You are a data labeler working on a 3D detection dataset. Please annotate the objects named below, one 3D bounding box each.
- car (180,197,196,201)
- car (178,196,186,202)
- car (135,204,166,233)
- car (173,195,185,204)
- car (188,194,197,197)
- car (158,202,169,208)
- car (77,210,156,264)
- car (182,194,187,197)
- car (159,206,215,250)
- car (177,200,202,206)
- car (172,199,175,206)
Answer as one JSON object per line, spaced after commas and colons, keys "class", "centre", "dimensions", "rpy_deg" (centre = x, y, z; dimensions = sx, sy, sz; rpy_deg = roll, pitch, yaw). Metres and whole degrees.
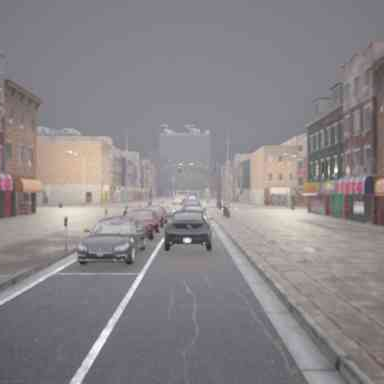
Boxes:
{"class": "car", "centre": [0.026, 1.539, 33.559], "dimensions": [1.882, 1.535, 5.008], "rpy_deg": [0, 0, 0]}
{"class": "car", "centre": [-2.628, 1.798, 87.185], "dimensions": [1.752, 1.417, 4.829], "rpy_deg": [0, 0, 0]}
{"class": "car", "centre": [-2.631, 1.567, 17.190], "dimensions": [1.887, 1.381, 4.507], "rpy_deg": [0, 0, 0]}
{"class": "car", "centre": [-2.629, 1.676, 59.966], "dimensions": [1.752, 1.417, 4.829], "rpy_deg": [0, 0, 0]}
{"class": "car", "centre": [0.008, 1.421, 87.751], "dimensions": [2.150, 2.045, 5.566], "rpy_deg": [0, 0, 0]}
{"class": "car", "centre": [-2.631, 1.579, 22.685], "dimensions": [1.887, 1.381, 4.507], "rpy_deg": [0, 0, 0]}
{"class": "car", "centre": [-2.631, 1.564, 11.697], "dimensions": [2.008, 1.369, 4.403], "rpy_deg": [0, 0, 0]}
{"class": "car", "centre": [-2.628, 1.488, 65.580], "dimensions": [2.192, 1.841, 5.009], "rpy_deg": [0, 0, 0]}
{"class": "car", "centre": [-0.104, 1.520, 14.346], "dimensions": [1.837, 1.490, 4.892], "rpy_deg": [0, -1, 2]}
{"class": "car", "centre": [0.095, 1.561, 23.290], "dimensions": [1.812, 1.442, 4.674], "rpy_deg": [0, 0, 0]}
{"class": "car", "centre": [-2.631, 1.572, 28.009], "dimensions": [1.752, 1.417, 4.829], "rpy_deg": [0, 0, 0]}
